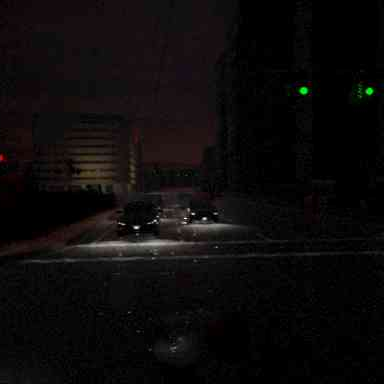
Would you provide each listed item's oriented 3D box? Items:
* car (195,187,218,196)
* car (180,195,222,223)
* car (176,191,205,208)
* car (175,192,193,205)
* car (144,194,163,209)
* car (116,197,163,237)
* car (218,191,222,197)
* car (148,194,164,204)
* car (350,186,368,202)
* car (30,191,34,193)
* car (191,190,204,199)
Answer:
[{"bbox_3d":[2.025,0.354,49.345,2.150,2.045,5.566,-1,1,-4],"label":"car"},{"bbox_3d":[0.522,1.138,22.070,2.033,1.411,5.357,-1,1,-5],"label":"car"},{"bbox_3d":[-0.281,0.928,32.408,2.128,1.511,4.902,-1,1,-4],"label":"car"},{"bbox_3d":[-1.074,0.825,43.048,2.033,1.411,5.357,-1,1,-5],"label":"car"},{"bbox_3d":[-4.034,0.959,35.742,1.812,1.442,4.674,-1,1,-4],"label":"car"},{"bbox_3d":[-2.550,1.226,16.491,1.837,1.490,4.892,-1,1,-5],"label":"car"},{"bbox_3d":[4.428,0.450,61.883,2.033,1.411,5.357,-1,1,-5],"label":"car"},{"bbox_3d":[-3.254,1.112,25.510,1.812,1.442,4.674,-1,1,-5],"label":"car"},{"bbox_3d":[19.499,0.254,37.670,1.905,1.878,3.866,-1,1,-4],"label":"car"},{"bbox_3d":[-27.228,0.684,52.806,4.605,1.855,1.932,-1,1,-4],"label":"car"},{"bbox_3d":[0.962,0.436,61.318,1.882,1.535,5.008,-1,1,-5],"label":"car"}]
